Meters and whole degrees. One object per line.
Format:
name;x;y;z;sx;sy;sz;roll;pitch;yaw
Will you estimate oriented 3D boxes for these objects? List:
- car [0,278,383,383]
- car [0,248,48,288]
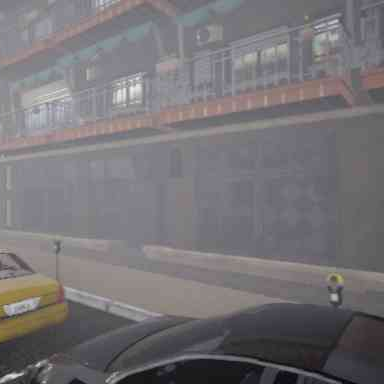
car;0.608;1.562;2.415;4.313;1.339;1.947;0;-1;36
car;-4.147;1.486;5.805;4.829;1.417;1.752;0;-1;36
